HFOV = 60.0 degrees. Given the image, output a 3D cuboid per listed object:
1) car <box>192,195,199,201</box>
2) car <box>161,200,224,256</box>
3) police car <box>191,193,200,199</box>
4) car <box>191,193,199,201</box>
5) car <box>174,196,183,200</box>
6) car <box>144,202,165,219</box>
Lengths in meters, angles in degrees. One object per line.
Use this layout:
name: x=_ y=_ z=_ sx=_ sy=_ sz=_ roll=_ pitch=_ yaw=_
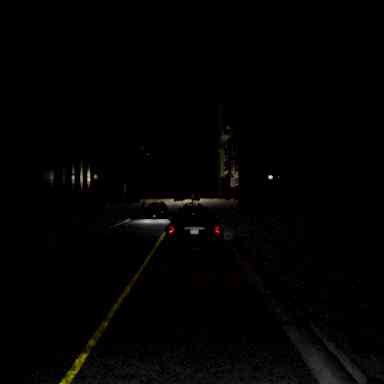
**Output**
car: x=0.899 y=1.607 z=87.236 sx=1.812 sy=1.442 sz=4.674 roll=0 pitch=0 yaw=0
car: x=0.092 y=1.389 z=13.494 sx=2.097 sy=1.767 sz=4.553 roll=0 pitch=0 yaw=0
police car: x=0.899 y=1.493 z=77.345 sx=1.930 sy=1.638 sz=5.238 roll=0 pitch=0 yaw=0
car: x=0.899 y=1.318 z=93.267 sx=2.150 sy=2.045 sz=5.566 roll=0 pitch=0 yaw=0
car: x=-3.001 y=1.573 z=71.924 sx=1.812 sy=1.442 sz=4.674 roll=0 pitch=0 yaw=0
car: x=-3.101 y=1.599 z=30.043 sx=2.033 sy=1.411 sz=5.357 roll=0 pitch=0 yaw=0
